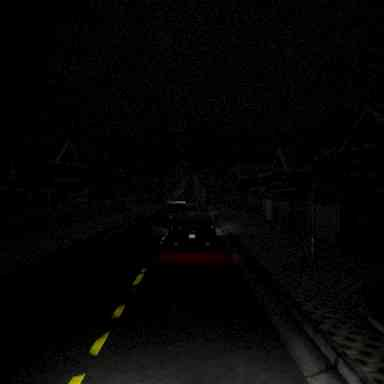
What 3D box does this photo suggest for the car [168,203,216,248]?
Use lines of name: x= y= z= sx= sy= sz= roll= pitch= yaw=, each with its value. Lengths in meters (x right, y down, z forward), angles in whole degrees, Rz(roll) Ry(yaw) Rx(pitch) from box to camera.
car: x=0.001 y=1.481 z=14.651 sx=1.882 sy=1.535 sz=5.008 roll=0 pitch=0 yaw=0

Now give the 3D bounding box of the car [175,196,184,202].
car: x=-2.748 y=1.546 z=76.559 sx=1.994 sy=1.385 sz=4.181 roll=0 pitch=0 yaw=0

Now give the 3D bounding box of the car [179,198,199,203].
car: x=0.001 y=1.548 z=29.669 sx=1.812 sy=1.442 sz=4.674 roll=0 pitch=0 yaw=0
